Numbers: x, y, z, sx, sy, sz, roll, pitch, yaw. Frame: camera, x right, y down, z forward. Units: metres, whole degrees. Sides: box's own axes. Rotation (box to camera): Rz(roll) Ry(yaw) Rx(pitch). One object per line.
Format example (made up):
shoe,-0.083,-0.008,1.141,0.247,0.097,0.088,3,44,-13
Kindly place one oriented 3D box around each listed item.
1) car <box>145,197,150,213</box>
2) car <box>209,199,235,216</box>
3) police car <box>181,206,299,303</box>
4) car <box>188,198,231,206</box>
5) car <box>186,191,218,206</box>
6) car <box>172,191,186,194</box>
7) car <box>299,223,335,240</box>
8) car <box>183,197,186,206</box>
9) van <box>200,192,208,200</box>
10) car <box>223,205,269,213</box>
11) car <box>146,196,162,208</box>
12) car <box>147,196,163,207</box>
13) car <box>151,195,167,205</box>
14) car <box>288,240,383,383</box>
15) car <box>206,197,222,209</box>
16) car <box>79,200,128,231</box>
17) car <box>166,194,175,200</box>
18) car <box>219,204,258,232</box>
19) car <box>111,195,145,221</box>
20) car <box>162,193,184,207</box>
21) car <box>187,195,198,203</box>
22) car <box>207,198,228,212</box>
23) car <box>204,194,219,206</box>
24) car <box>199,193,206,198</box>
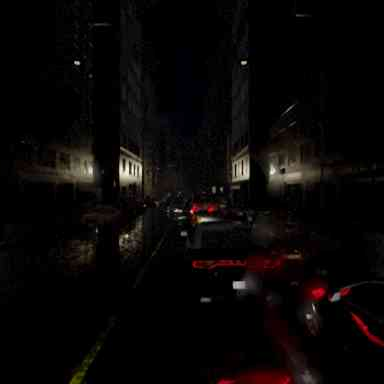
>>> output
car,-5.308,1.409,31.115,1.802,1.307,4.206,0,0,0
car,2.717,1.378,31.102,2.008,1.369,4.403,0,0,0
police car,0.747,1.378,8.296,1.930,1.638,5.238,0,0,-2
car,0.855,1.353,18.403,1.801,1.575,5.366,0,0,0
car,0.887,1.089,24.238,2.150,2.045,5.566,0,0,0
car,-2.600,0.900,58.188,2.150,2.045,5.566,0,0,0
car,2.660,1.493,9.026,1.887,1.381,4.507,0,0,0
car,0.124,1.312,45.518,1.994,1.385,4.181,0,0,1
van,2.844,0.896,80.256,1.690,1.788,3.998,0,0,0
car,2.674,1.469,14.545,2.008,1.369,4.403,0,0,0
car,-5.280,1.206,42.152,1.967,1.590,4.097,0,0,0
car,-5.266,1.262,47.500,1.752,1.417,4.829,0,0,0
car,-5.251,1.256,53.188,2.008,1.369,4.403,0,0,0
car,2.645,1.545,3.507,1.947,1.339,4.313,0,0,0
car,2.745,1.348,42.139,1.802,1.307,4.206,0,0,0
car,-5.333,1.414,19.910,1.752,1.417,4.829,0,0,0
car,-5.181,1.106,80.269,2.008,1.369,4.403,0,0,0
car,2.688,1.469,20.064,1.802,1.307,4.206,0,0,0
car,-5.323,1.172,25.595,2.192,1.841,5.009,0,0,0
car,-2.708,1.231,46.993,2.128,1.511,4.902,0,0,0
car,0.152,1.275,58.942,1.895,1.301,4.718,0,0,0
car,2.731,1.347,36.620,2.008,1.369,4.403,0,0,0
car,2.760,1.176,47.657,1.967,1.590,4.097,0,0,0
car,2.874,1.074,91.619,1.802,1.307,4.206,0,0,0
